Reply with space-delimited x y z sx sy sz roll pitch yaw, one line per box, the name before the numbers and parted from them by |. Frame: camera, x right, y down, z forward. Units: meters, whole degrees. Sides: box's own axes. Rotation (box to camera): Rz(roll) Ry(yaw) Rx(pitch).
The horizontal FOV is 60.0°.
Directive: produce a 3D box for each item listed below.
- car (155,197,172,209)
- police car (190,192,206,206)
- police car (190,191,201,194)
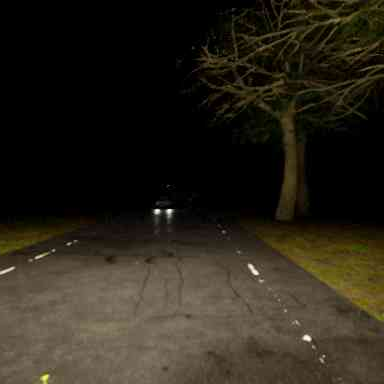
car | -3.576 1.357 42.292 1.812 1.442 4.674 0 0 0
police car | 1.061 1.196 51.070 1.930 1.638 5.238 0 0 0
police car | 1.037 1.113 61.076 1.930 1.638 5.238 0 1 0
